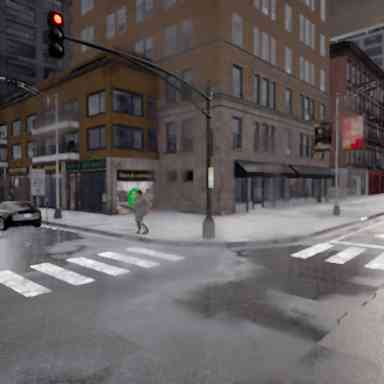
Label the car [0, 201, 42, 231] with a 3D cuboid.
[{"bbox_3d":[-9.328,1.138,17.239,4.313,1.339,1.947,1,2,43],"label":"car"}]

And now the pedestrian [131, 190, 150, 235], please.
[{"bbox_3d":[-2.058,0.786,13.360,0.375,1.860,0.375,1,2,43],"label":"pedestrian"}]
